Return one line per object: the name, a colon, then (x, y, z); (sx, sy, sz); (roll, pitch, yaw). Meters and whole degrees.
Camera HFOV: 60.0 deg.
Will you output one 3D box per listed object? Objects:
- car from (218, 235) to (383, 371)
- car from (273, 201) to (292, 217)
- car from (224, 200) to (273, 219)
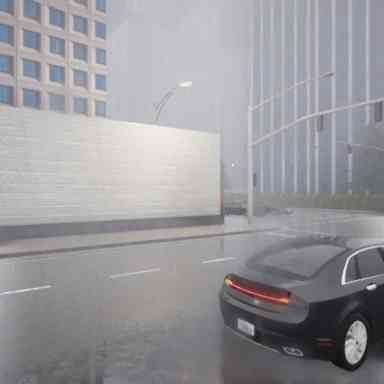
car: (2.682, 1.504, 5.713); (4.892, 1.490, 1.837); (0, 0, -35)
car: (7.442, 1.545, 32.278); (2.128, 1.511, 4.902); (0, 0, -36)
car: (4.592, 1.557, 30.246); (1.837, 1.490, 4.892); (0, 0, -36)
